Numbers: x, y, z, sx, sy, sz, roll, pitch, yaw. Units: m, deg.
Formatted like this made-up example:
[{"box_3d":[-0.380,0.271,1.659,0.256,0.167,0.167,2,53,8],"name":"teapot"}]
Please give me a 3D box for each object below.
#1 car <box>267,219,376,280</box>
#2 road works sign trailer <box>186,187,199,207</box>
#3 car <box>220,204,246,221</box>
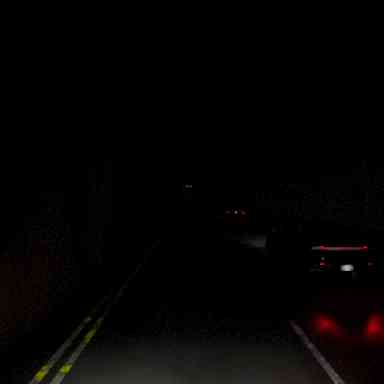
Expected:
[{"box_3d":[3.604,1.564,10.145,2.128,1.511,4.902,0,0,0],"name":"car"},{"box_3d":[0.020,0.894,60.805,2.380,3.560,2.880,0,0,0],"name":"road works sign trailer"},{"box_3d":[3.610,1.759,29.884,2.033,1.411,5.357,0,0,0],"name":"car"}]
